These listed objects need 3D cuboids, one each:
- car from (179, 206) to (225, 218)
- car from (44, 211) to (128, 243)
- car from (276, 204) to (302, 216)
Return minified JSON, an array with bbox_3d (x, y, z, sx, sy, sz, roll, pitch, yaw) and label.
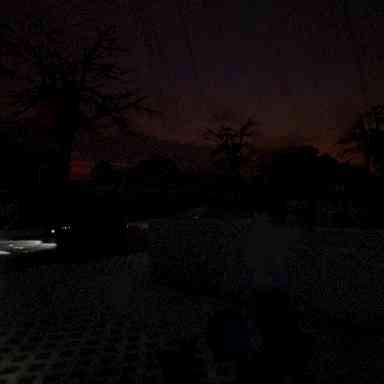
[{"bbox_3d":[0.888,1.853,25.699,1.812,1.442,4.674,1,0,36],"label":"car"},{"bbox_3d":[-5.324,1.698,17.198,1.994,1.385,4.181,1,0,37],"label":"car"},{"bbox_3d":[11.997,2.215,40.768,1.837,1.490,4.892,1,-1,37],"label":"car"}]
